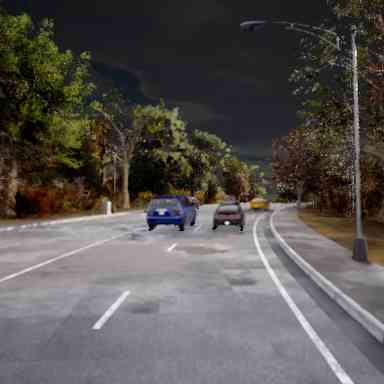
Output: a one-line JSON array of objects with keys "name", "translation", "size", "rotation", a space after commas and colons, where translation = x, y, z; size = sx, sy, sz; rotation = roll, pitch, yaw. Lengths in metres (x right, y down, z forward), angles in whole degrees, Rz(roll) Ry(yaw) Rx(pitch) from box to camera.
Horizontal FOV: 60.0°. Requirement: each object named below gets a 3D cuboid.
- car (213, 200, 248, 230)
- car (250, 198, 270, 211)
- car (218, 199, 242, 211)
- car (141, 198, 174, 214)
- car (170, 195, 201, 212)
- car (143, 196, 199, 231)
[{"name": "car", "translation": [2.469, 1.519, 21.463], "size": [1.837, 1.490, 4.892], "rotation": [-1, 0, 11]}, {"name": "car", "translation": [8.506, 1.470, 41.496], "size": [1.882, 1.535, 5.008], "rotation": [-1, 0, 22]}, {"name": "car", "translation": [4.800, 1.630, 41.614], "size": [1.994, 1.385, 4.181], "rotation": [-1, 0, 21]}, {"name": "car", "translation": [-3.930, 1.572, 38.835], "size": [2.097, 1.767, 4.553], "rotation": [-1, -1, 19]}, {"name": "car", "translation": [-0.618, 1.204, 37.722], "size": [2.097, 1.767, 4.553], "rotation": [-1, 0, 19]}, {"name": "car", "translation": [-1.162, 1.266, 21.178], "size": [2.150, 2.045, 5.566], "rotation": [-1, 0, 11]}]
